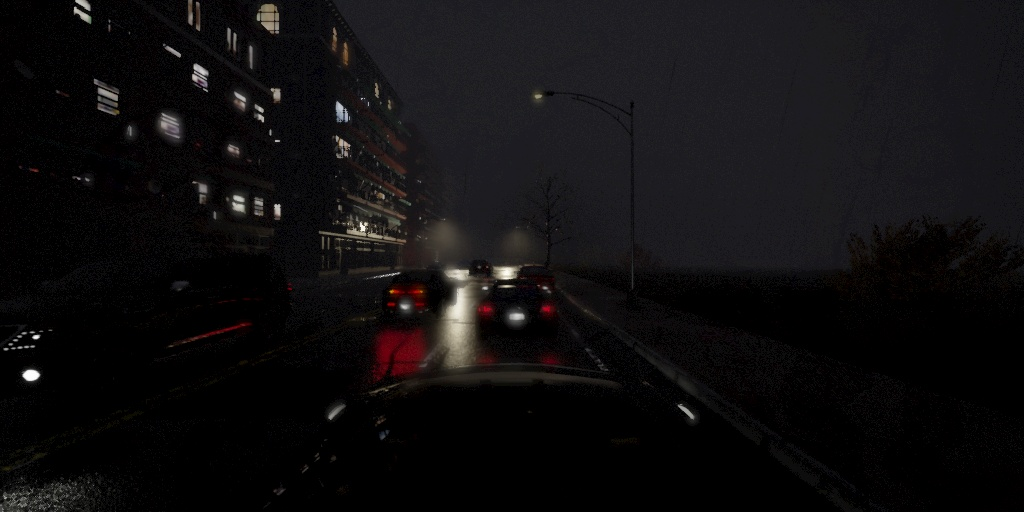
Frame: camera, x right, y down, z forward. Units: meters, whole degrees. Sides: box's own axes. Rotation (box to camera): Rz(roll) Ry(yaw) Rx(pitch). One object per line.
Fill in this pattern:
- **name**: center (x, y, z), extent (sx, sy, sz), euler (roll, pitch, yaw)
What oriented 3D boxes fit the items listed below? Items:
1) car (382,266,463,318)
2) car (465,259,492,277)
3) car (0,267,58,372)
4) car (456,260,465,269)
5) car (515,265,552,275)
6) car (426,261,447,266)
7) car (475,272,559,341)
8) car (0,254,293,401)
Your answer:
- **car**: center (-3.144, 1.256, 12.999), extent (1.837, 1.490, 4.892), euler (0, 0, 0)
- **car**: center (-3.127, 1.103, 36.302), extent (2.097, 1.767, 4.553), euler (0, 0, 0)
- **car**: center (-9.849, 1.102, 4.667), extent (2.097, 1.767, 4.553), euler (0, 0, 0)
- **car**: center (-6.575, 1.277, 49.915), extent (1.812, 1.442, 4.674), euler (0, 0, 0)
- **car**: center (1.148, 1.230, 18.849), extent (1.882, 1.535, 5.008), euler (0, 0, 0)
- **car**: center (-9.821, 1.352, 46.602), extent (1.895, 1.301, 4.718), euler (0, 0, 0)
- **car**: center (0.107, 1.315, 9.929), extent (1.994, 1.385, 4.181), euler (0, 0, 0)
- **car**: center (-6.597, 0.972, 6.760), extent (2.150, 2.045, 5.566), euler (0, 0, 0)
